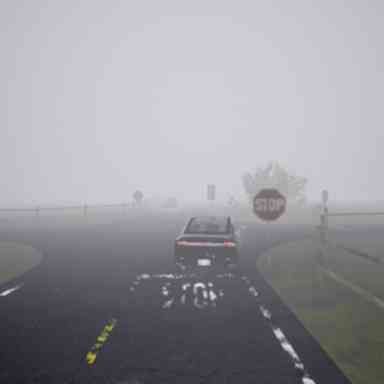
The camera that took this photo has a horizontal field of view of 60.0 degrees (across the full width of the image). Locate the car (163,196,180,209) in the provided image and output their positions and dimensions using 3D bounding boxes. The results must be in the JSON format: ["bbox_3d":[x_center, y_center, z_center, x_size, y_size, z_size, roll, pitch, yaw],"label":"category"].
[{"bbox_3d":[-2.912,1.553,45.670,1.994,1.385,4.181,0,0,-1],"label":"car"}]

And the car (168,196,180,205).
[{"bbox_3d":[-3.298,1.487,60.758,2.128,1.511,4.902,0,0,-2],"label":"car"}]

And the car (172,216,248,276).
[{"bbox_3d":[0.671,1.484,10.435,2.128,1.511,4.902,0,0,9],"label":"car"}]
